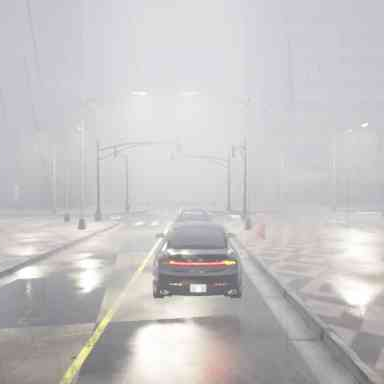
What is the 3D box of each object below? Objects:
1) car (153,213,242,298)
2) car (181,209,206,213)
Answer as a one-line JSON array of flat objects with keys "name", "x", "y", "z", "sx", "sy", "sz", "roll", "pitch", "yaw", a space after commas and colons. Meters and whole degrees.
[{"name": "car", "x": 0.104, "y": 1.502, "z": 8.471, "sx": 1.837, "sy": 1.490, "sz": 4.892, "roll": 0, "pitch": 0, "yaw": 0}, {"name": "car", "x": 0.068, "y": 1.557, "z": 17.375, "sx": 1.994, "sy": 1.385, "sz": 4.181, "roll": 0, "pitch": 0, "yaw": 1}]
